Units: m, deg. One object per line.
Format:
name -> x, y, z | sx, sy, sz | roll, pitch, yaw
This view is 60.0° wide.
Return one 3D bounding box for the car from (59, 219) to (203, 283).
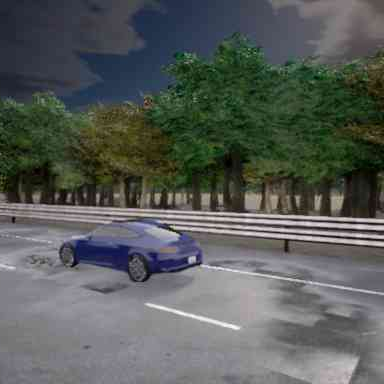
car -> -1.874, 1.519, 9.611 | 4.674, 1.442, 1.812 | 0, 0, 35
